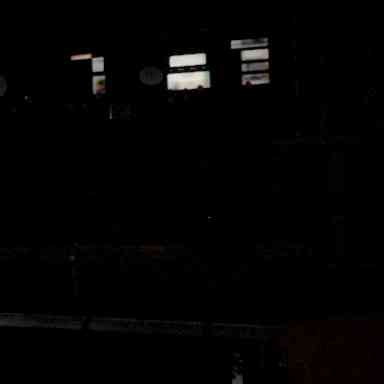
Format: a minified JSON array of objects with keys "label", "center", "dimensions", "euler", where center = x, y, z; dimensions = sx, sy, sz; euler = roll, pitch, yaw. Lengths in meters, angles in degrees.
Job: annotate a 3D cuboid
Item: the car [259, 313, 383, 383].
[{"label":"car","center":[3.080,1.509,3.019],"dimensions":[4.829,1.417,1.752],"euler":[0,-1,8]}]
